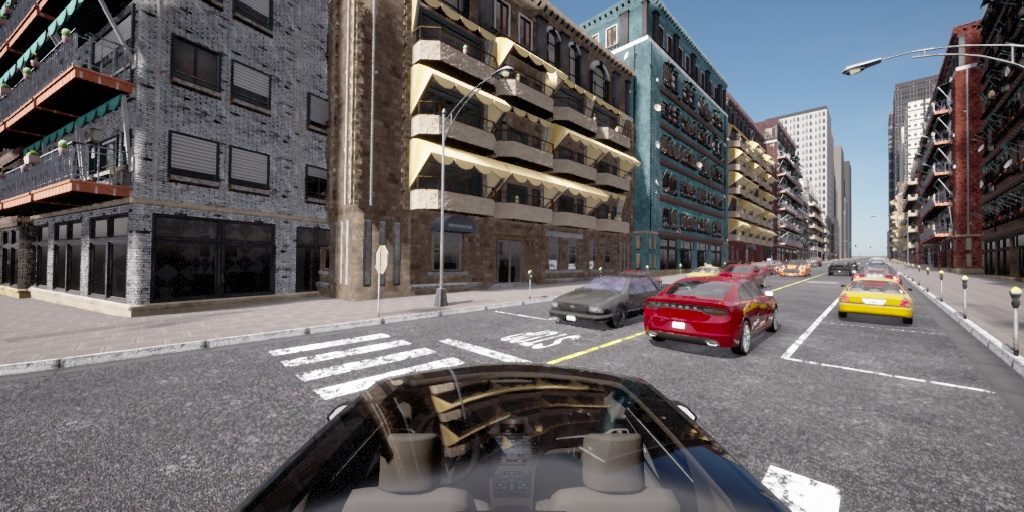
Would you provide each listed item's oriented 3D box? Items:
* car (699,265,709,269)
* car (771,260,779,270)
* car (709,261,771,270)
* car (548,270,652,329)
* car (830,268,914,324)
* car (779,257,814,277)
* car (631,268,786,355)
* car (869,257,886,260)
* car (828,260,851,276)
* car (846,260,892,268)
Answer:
[{"bbox_3d":[13.847,1.307,25.424,4.829,1.417,1.751,0,0,-44],"label":"car"},{"bbox_3d":[25.845,1.334,37.171,4.507,1.381,1.888,0,0,-44],"label":"car"},{"bbox_3d":[14.096,1.253,22.039,5.008,1.535,1.882,0,0,-44],"label":"car"},{"bbox_3d":[3.514,1.312,11.684,5.357,1.411,2.033,0,0,-44],"label":"car"},{"bbox_3d":[12.073,1.283,11.957,4.829,1.417,1.751,0,0,-44],"label":"car"},{"bbox_3d":[28.172,1.155,35.688,4.553,1.767,2.097,0,0,-44],"label":"car"},{"bbox_3d":[5.094,1.235,8.891,5.008,1.535,1.882,0,0,-44],"label":"car"},{"bbox_3d":[43.623,1.213,42.849,4.097,1.591,1.967,0,0,-44],"label":"car"},{"bbox_3d":[34.239,1.283,37.299,4.892,1.490,1.837,0,0,-45],"label":"car"},{"bbox_3d":[19.870,1.204,19.590,4.097,1.591,1.967,0,0,-44],"label":"car"}]
